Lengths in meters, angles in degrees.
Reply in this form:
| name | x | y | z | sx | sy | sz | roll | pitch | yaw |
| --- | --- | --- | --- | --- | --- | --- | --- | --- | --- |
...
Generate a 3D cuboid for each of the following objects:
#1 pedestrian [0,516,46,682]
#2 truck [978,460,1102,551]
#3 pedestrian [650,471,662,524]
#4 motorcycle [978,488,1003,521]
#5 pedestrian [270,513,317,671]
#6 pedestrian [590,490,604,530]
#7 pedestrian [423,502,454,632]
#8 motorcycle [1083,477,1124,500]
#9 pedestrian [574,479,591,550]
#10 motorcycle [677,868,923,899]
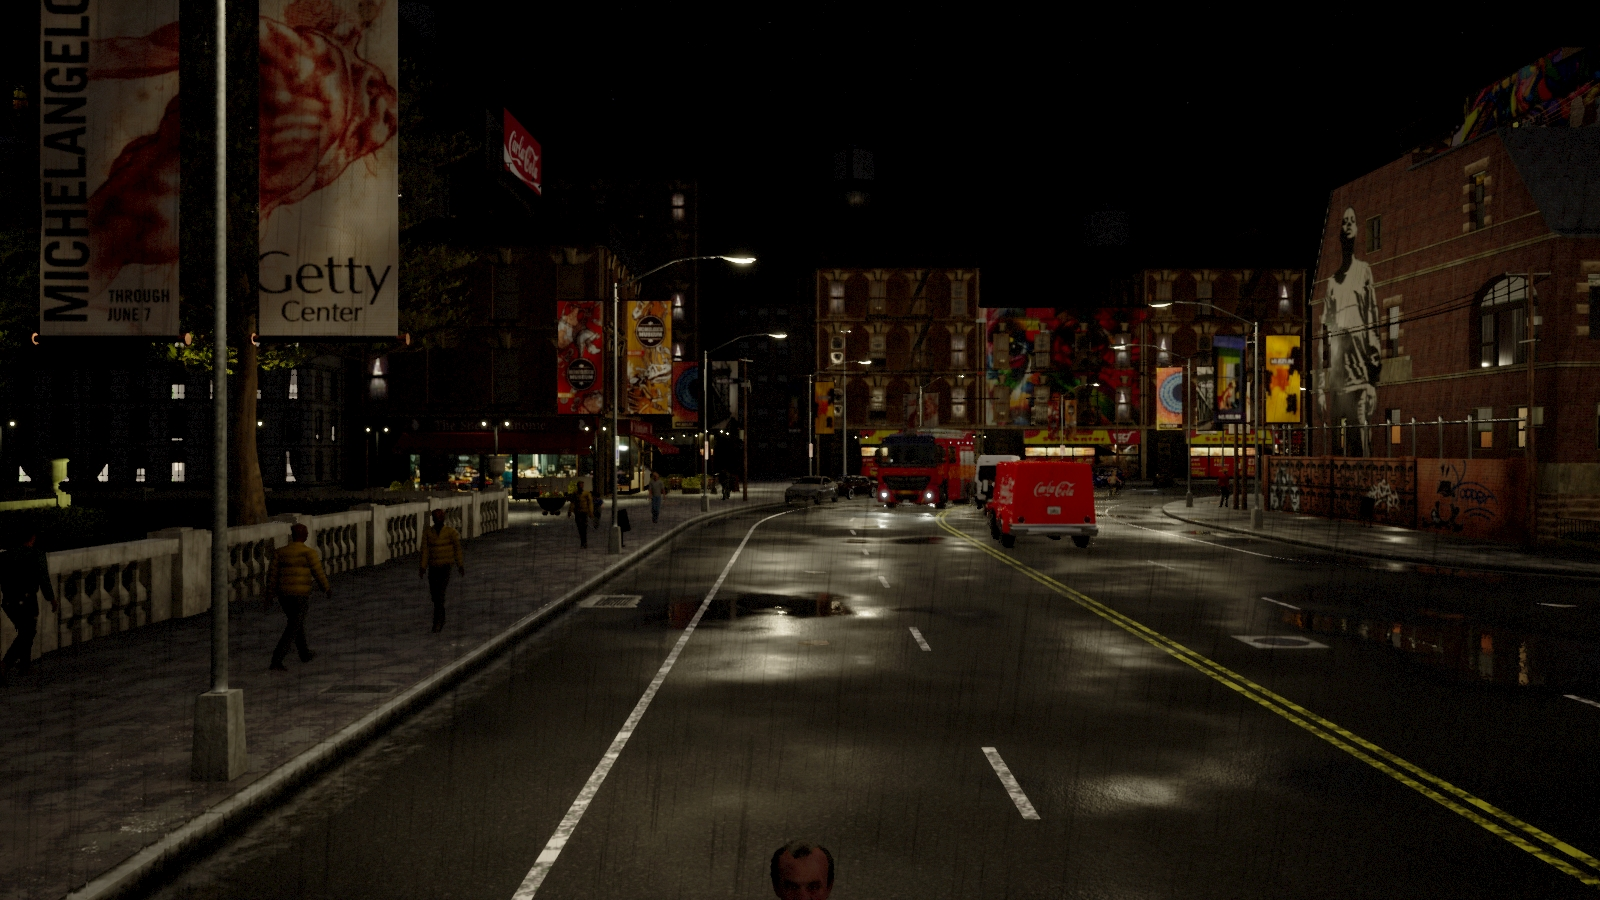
| name | x | y | z | sx | sy | sz | roll | pitch | yaw |
| --- | --- | --- | --- | --- | --- | --- | --- | --- | --- |
| pedestrian | -8.972 | 1.698 | 13.138 | 0.375 | 1.860 | 0.375 | 0 | 0 | -3 |
| truck | 7.058 | 1.569 | 34.246 | 2.627 | 2.467 | 5.204 | 0 | 0 | 0 |
| pedestrian | -5.152 | 1.696 | 40.877 | 0.375 | 1.860 | 0.375 | 0 | 0 | -2 |
| motorcycle | 7.625 | 2.182 | 45.774 | 0.856 | 1.236 | 1.805 | 0 | 0 | 6 |
| pedestrian | -6.098 | 1.697 | 13.765 | 0.375 | 1.860 | 0.375 | 0 | 0 | 7 |
| pedestrian | -6.742 | 1.978 | 37.891 | 0.375 | 1.300 | 0.375 | 0 | 0 | 4 |
| pedestrian | -5.282 | 1.696 | 16.699 | 0.375 | 1.860 | 0.375 | 0 | 0 | -6 |
| motorcycle | 17.406 | 2.205 | 65.576 | 2.209 | 1.251 | 0.867 | 0 | 0 | 9 |
| pedestrian | -5.756 | 1.696 | 30.256 | 0.375 | 1.860 | 0.375 | 0 | 0 | 0 |
| motorcycle | -0.002 | 2.182 | 3.374 | 0.856 | 1.236 | 1.805 | 0 | 0 | 0 |
